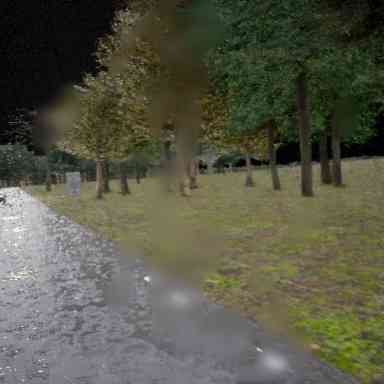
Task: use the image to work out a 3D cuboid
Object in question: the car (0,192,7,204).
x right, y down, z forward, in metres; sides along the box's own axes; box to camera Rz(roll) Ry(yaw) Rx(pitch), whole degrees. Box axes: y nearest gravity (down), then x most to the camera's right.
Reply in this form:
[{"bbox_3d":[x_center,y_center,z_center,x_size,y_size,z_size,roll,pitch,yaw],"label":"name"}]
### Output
[{"bbox_3d":[-24.881,0.728,42.699,2.128,1.511,4.902,-4,3,-28],"label":"car"}]
